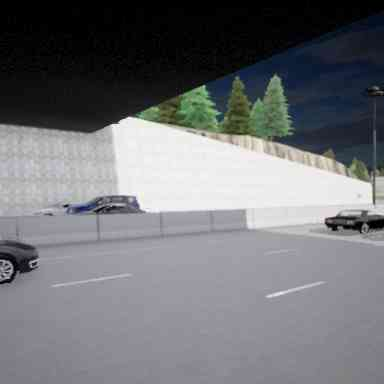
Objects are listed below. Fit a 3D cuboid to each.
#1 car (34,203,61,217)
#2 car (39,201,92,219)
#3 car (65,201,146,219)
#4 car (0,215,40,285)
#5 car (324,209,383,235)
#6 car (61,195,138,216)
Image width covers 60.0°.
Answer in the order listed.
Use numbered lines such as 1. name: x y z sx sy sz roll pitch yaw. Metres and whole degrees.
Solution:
1. car: -10.169 1.551 26.819 4.674 1.442 1.812 0 0 -36
2. car: -11.456 1.592 30.210 4.181 1.385 1.994 0 0 -35
3. car: -5.312 1.533 21.696 4.892 1.490 1.837 0 0 -35
4. car: -6.304 1.504 7.848 4.892 1.490 1.837 0 0 -36
5. car: 9.885 1.667 19.408 4.718 1.301 1.895 0 0 -36
6. car: -6.538 1.254 25.122 5.566 2.045 2.150 0 0 -35
